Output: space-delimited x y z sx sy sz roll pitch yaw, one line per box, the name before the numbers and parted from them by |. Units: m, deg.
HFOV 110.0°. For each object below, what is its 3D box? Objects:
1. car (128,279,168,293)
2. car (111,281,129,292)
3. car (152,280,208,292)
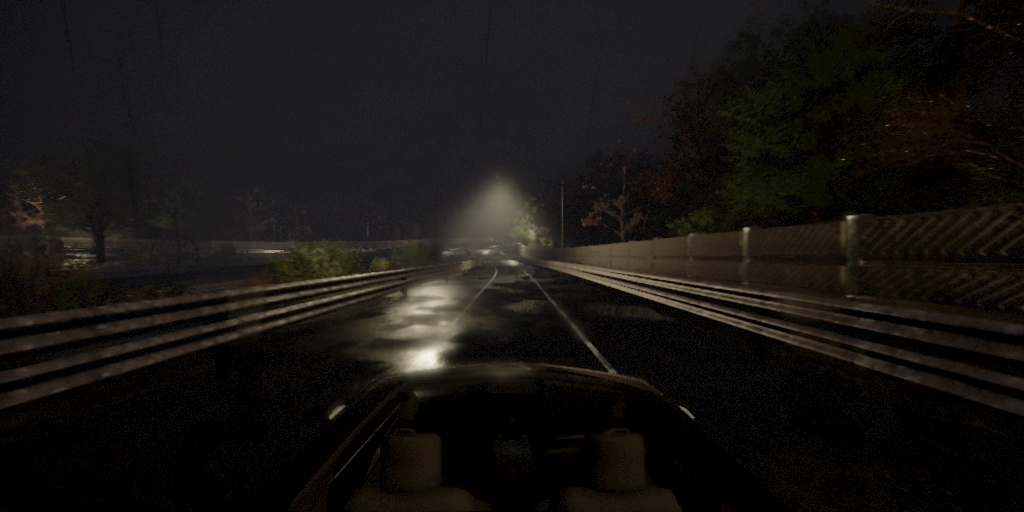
car | -42.958 3.694 44.016 1.837 1.490 4.892 1 4 15
car | -46.357 3.646 44.874 2.033 1.411 5.357 1 4 15
car | -39.552 3.851 43.228 1.895 1.301 4.718 1 4 15
